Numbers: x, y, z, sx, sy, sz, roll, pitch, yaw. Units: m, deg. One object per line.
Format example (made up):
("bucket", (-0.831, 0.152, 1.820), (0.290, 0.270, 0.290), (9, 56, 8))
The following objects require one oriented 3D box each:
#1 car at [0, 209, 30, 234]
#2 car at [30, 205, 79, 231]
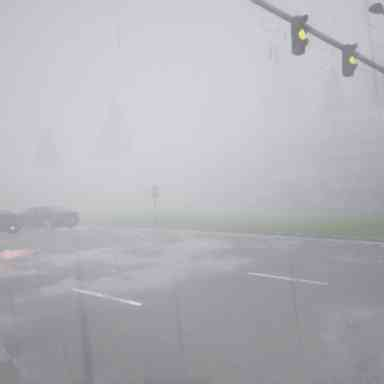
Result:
("car", (-11.846, 1.683, 18.789), (4.892, 1.490, 1.837), (0, -1, 23))
("car", (-9.713, 1.633, 21.710), (5.008, 1.535, 1.882), (0, 0, 24))
